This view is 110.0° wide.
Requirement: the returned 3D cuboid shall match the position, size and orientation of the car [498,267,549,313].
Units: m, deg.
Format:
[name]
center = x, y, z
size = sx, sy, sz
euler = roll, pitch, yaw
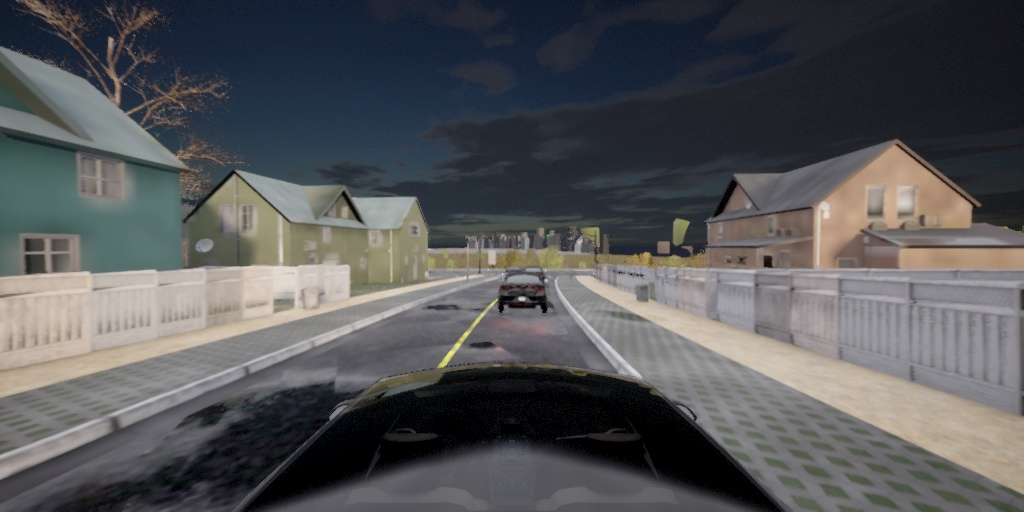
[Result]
[car]
center = 0.523, 1.403, 15.197
size = 1.882, 1.535, 5.008
euler = 0, -1, 4
